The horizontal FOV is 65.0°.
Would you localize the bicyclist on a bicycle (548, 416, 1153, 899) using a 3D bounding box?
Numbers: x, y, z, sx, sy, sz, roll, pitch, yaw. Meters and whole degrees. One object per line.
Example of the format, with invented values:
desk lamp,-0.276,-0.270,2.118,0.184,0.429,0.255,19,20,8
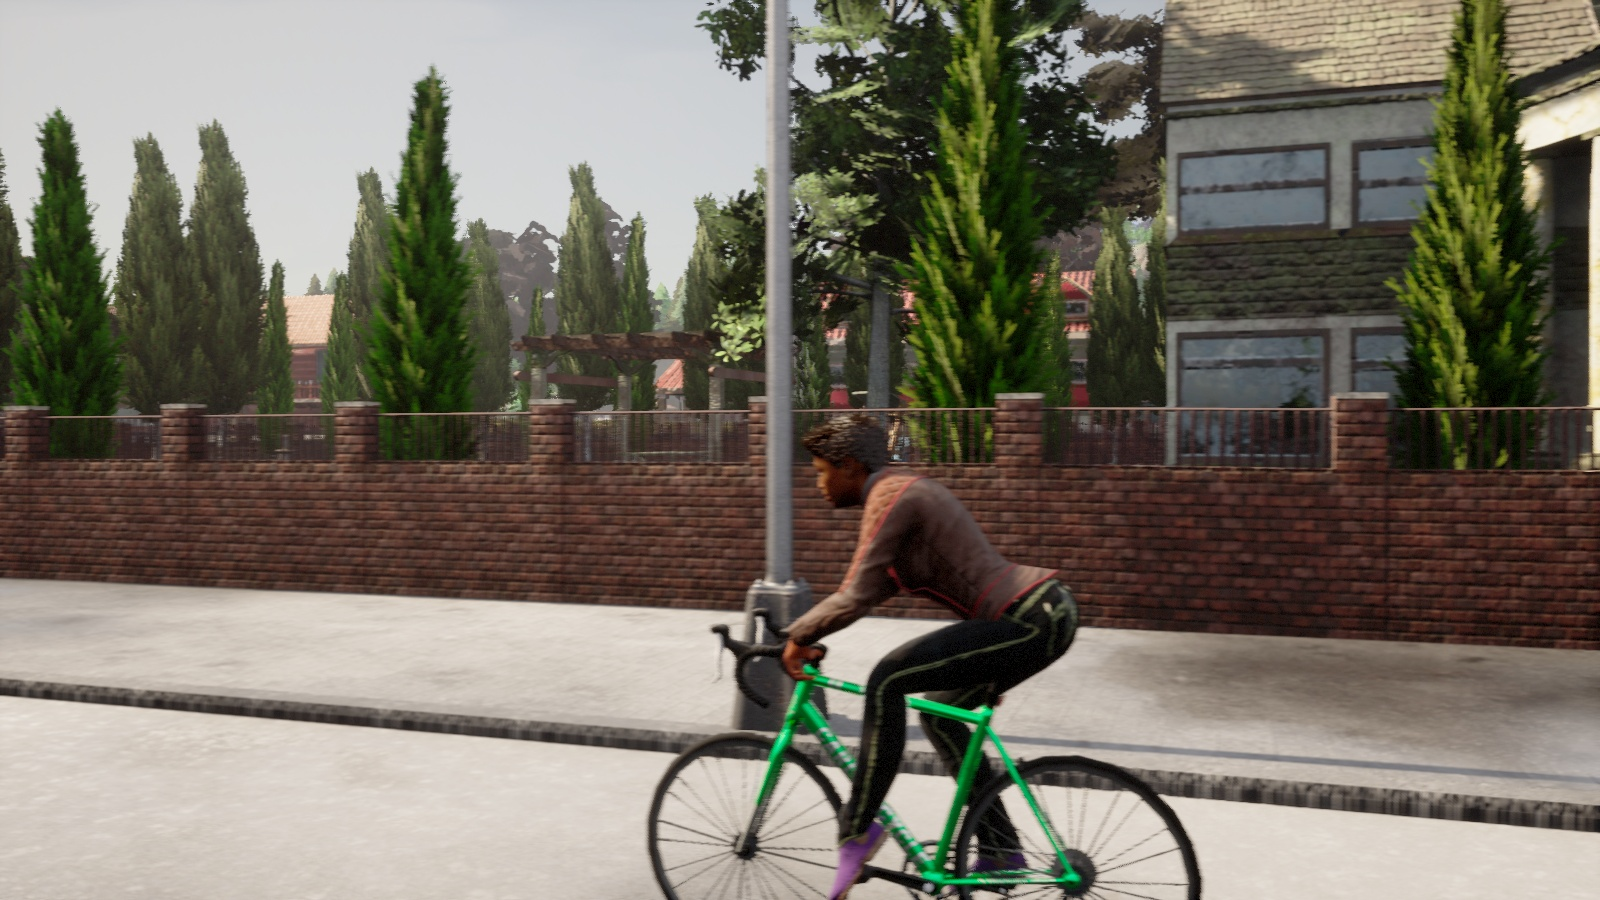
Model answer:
bicyclist on a bicycle,0.150,0.722,3.652,1.656,1.620,0.582,0,1,19
